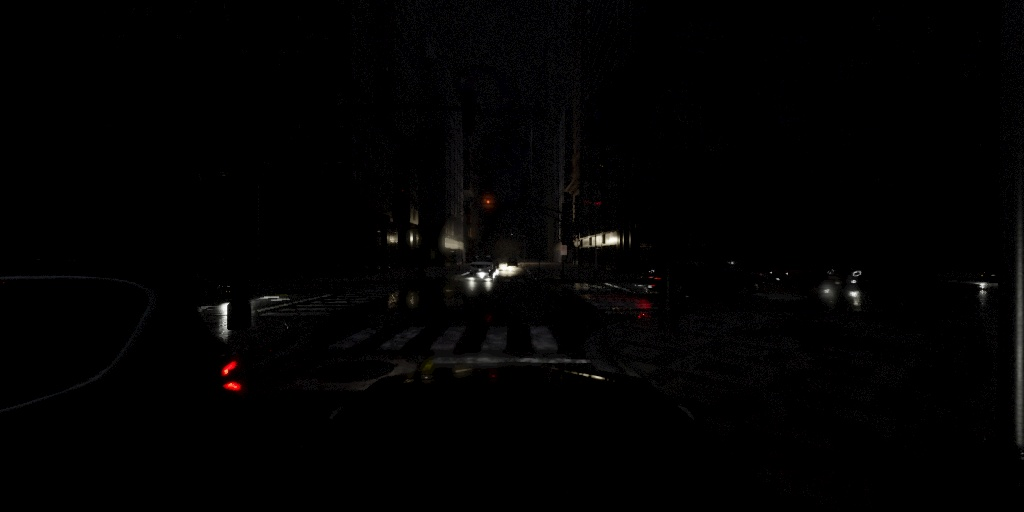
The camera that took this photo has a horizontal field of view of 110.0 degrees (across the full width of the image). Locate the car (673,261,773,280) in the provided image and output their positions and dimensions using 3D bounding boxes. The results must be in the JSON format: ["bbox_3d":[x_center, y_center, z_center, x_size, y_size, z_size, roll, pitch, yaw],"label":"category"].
[{"bbox_3d":[11.855,1.187,20.607,4.674,1.442,1.812,0,0,2],"label":"car"}]

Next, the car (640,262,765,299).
[{"bbox_3d":[9.016,1.191,17.169,4.892,1.490,1.837,0,0,0],"label":"car"}]

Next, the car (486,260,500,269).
[{"bbox_3d":[-3.027,1.362,57.524,1.895,1.301,4.718,0,0,0],"label":"car"}]

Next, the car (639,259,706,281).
[{"bbox_3d":[10.889,1.011,23.904,4.553,1.767,2.097,0,0,1],"label":"car"}]

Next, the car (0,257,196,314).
[{"bbox_3d":[-16.089,1.063,13.997,5.566,2.045,2.150,0,0,0],"label":"car"}]

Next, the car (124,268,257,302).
[{"bbox_3d":[-15.330,1.333,17.268,4.892,1.490,1.837,0,0,3],"label":"car"}]

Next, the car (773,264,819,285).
[{"bbox_3d":[19.892,1.204,23.836,4.718,1.301,1.895,0,0,0],"label":"car"}]

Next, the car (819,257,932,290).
[{"bbox_3d":[20.932,0.957,20.582,4.553,1.767,2.097,0,0,0],"label":"car"}]

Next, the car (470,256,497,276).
[{"bbox_3d":[-3.071,0.975,37.304,2.150,2.045,5.566,0,0,0],"label":"car"}]

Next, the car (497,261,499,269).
[{"bbox_3d":[-3.052,1.357,47.371,1.895,1.301,4.718,0,0,0],"label":"car"}]

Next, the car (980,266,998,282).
[{"bbox_3d":[34.332,1.015,23.776,4.892,1.490,1.837,0,0,0],"label":"car"}]
